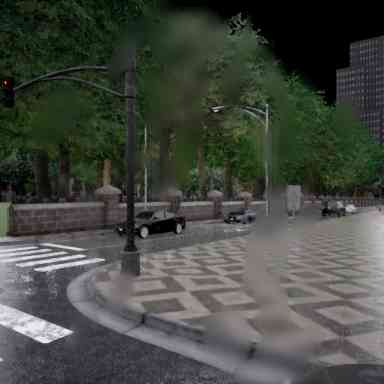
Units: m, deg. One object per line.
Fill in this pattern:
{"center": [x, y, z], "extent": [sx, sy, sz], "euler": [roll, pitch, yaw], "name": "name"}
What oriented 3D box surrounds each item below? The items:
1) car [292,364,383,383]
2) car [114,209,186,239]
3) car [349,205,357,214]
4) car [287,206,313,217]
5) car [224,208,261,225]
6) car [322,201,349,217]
{"center": [2.390, 1.551, 1.252], "extent": [4.403, 1.369, 2.008], "euler": [0, 0, 36], "name": "car"}
{"center": [-2.390, 1.813, 19.982], "extent": [1.882, 1.535, 5.008], "euler": [0, -1, 36], "name": "car"}
{"center": [25.294, 2.771, 53.468], "extent": [1.812, 1.442, 4.674], "euler": [0, -1, 35], "name": "car"}
{"center": [14.107, 2.477, 43.148], "extent": [2.033, 1.411, 5.357], "euler": [0, -1, 36], "name": "car"}
{"center": [4.519, 2.145, 29.718], "extent": [1.994, 1.385, 4.181], "euler": [0, -1, 35], "name": "car"}
{"center": [19.155, 2.238, 44.813], "extent": [2.150, 2.045, 5.566], "euler": [0, -1, 35], "name": "car"}
